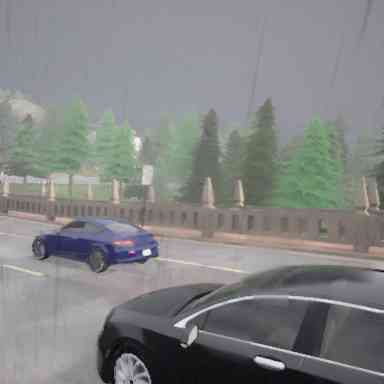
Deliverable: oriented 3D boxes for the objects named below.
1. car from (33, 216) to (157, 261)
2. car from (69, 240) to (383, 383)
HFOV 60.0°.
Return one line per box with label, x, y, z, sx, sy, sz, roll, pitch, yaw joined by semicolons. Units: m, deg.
car;-3.119;1.496;10.518;4.674;1.442;1.812;0;0;36
car;1.127;1.500;3.189;4.892;1.490;1.837;0;0;36
